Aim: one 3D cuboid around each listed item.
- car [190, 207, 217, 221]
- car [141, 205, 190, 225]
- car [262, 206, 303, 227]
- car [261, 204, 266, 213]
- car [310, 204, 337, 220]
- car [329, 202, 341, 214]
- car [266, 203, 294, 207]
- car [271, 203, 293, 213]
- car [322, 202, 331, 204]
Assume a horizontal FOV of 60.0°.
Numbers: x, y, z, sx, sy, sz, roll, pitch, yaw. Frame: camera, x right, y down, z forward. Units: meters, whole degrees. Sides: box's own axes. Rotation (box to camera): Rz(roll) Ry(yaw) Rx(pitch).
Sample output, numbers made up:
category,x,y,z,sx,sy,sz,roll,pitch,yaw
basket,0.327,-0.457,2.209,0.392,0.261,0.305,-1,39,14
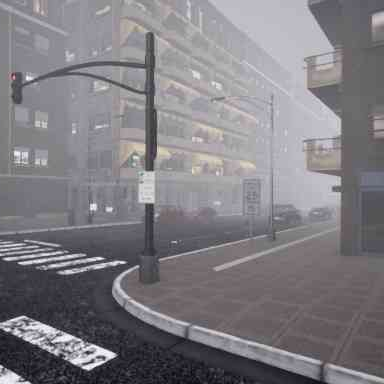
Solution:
category,x,y,z,sx,sy,sz,roll,pitch,yaw
car,0.911,2.064,32.150,1.802,1.307,4.206,-1,-1,35
car,-2.324,1.822,27.492,1.967,1.590,4.097,-1,-1,35
car,7.740,2.096,27.409,1.947,1.339,4.313,-1,-2,35
car,10.616,2.328,46.135,1.887,1.381,4.507,-1,-1,35
car,14.211,2.297,36.733,1.947,1.339,4.313,-1,-2,35
car,20.779,2.460,46.197,1.752,1.417,4.829,-1,-2,35
car,9.933,2.000,35.032,2.097,1.767,4.553,0,-1,35
car,13.755,2.406,50.658,1.752,1.417,4.829,-1,-1,35
car,22.538,2.639,53.193,1.895,1.301,4.718,0,-1,35
